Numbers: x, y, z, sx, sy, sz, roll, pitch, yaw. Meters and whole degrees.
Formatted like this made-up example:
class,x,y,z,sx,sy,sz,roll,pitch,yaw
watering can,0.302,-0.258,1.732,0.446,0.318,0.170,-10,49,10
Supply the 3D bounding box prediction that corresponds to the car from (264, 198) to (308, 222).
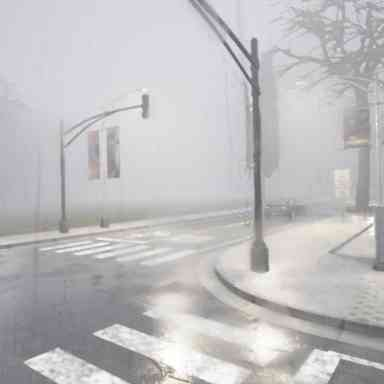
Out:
class,x,y,z,sx,sy,sz,roll,pitch,yaw
car,6.708,1.188,23.440,2.128,1.511,4.902,-2,0,35
